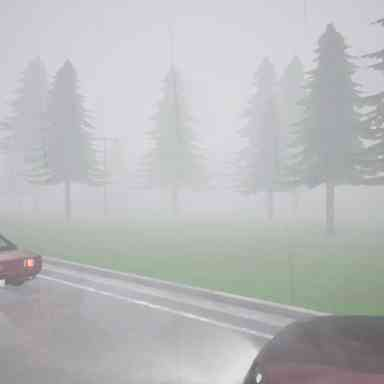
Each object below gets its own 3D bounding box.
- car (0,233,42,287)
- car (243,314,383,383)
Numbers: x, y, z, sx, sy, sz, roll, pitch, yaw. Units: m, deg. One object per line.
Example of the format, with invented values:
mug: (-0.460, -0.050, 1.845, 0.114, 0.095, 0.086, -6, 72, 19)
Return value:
car: (-5.785, 1.601, 8.108, 4.718, 1.301, 1.895, 0, 0, 35)
car: (2.424, 1.564, 2.263, 4.181, 1.385, 1.994, 0, 0, 36)
